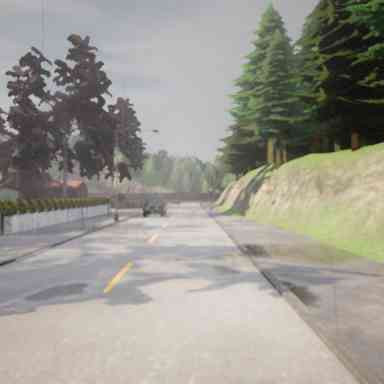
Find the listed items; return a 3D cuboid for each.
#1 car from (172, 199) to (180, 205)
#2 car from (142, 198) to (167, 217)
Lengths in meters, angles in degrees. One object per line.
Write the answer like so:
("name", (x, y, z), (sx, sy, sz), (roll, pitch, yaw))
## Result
("car", (-4.009, 2.468, 83.858), (1.994, 1.385, 4.181), (0, -1, 0))
("car", (-4.012, 1.625, 36.449), (2.150, 2.045, 5.566), (0, -1, 0))
